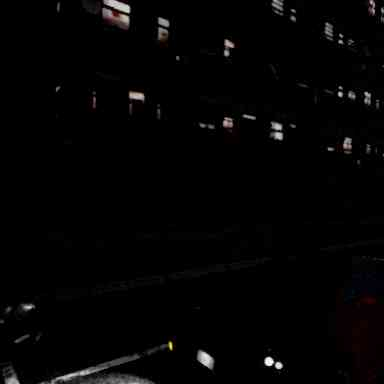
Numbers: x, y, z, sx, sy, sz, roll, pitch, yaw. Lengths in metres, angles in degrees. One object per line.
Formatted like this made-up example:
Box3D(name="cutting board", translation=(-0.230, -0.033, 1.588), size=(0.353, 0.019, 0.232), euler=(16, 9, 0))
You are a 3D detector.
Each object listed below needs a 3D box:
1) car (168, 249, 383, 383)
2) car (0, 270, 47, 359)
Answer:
Box3D(name="car", translation=(1.762, 1.567, 4.636), size=(4.181, 1.385, 1.994), euler=(0, 0, -36))
Box3D(name="car", translation=(-4.005, 1.550, 3.689), size=(4.403, 1.369, 2.008), euler=(0, 1, -35))
